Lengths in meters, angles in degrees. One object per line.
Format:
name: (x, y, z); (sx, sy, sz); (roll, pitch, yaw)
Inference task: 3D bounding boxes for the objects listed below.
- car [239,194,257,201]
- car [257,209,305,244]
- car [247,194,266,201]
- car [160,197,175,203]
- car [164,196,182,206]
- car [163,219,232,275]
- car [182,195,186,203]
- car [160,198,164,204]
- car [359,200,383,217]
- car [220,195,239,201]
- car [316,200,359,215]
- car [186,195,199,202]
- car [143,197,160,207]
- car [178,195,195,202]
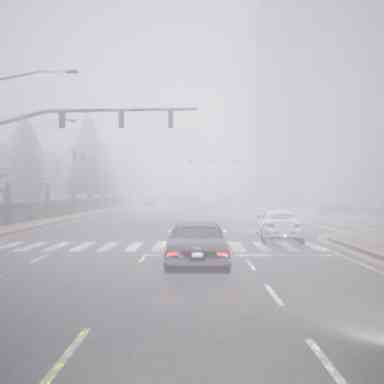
car: (13.959, 1.621, 83.245); (5.357, 1.411, 2.033); (0, 0, -37)
car: (4.124, 1.542, 15.847); (1.812, 1.442, 4.674); (0, 0, 8)
car: (17.265, 1.443, 89.423); (4.553, 1.767, 2.097); (0, 0, -23)
car: (-5.250, 1.662, 72.188); (1.895, 1.301, 4.718); (0, 0, 12)
car: (-3.166, 1.530, 56.431); (1.882, 1.535, 5.008); (0, 0, 1)
car: (0.153, 1.557, 10.491); (2.033, 1.411, 5.357); (0, 0, 1)
car: (-2.791, 1.567, 66.555); (1.837, 1.490, 4.892); (0, 0, 3)
car: (-6.538, 1.621, 62.344); (1.994, 1.385, 4.181); (0, 0, 2)
car: (18.909, 1.441, 31.574); (4.553, 1.767, 2.097); (0, 0, 0)
car: (8.936, 1.606, 83.436); (2.128, 1.511, 4.902); (0, 0, 44)
car: (15.620, 1.583, 35.082); (4.902, 1.511, 2.128); (0, 0, 1)
car: (-0.043, 1.667, 76.405); (1.895, 1.301, 4.718); (0, 0, 21)
car: (-6.694, 1.650, 53.535); (1.895, 1.301, 4.718); (0, 0, 1)
car: (-1.312, 1.555, 81.519); (1.882, 1.535, 5.008); (0, 0, 30)
